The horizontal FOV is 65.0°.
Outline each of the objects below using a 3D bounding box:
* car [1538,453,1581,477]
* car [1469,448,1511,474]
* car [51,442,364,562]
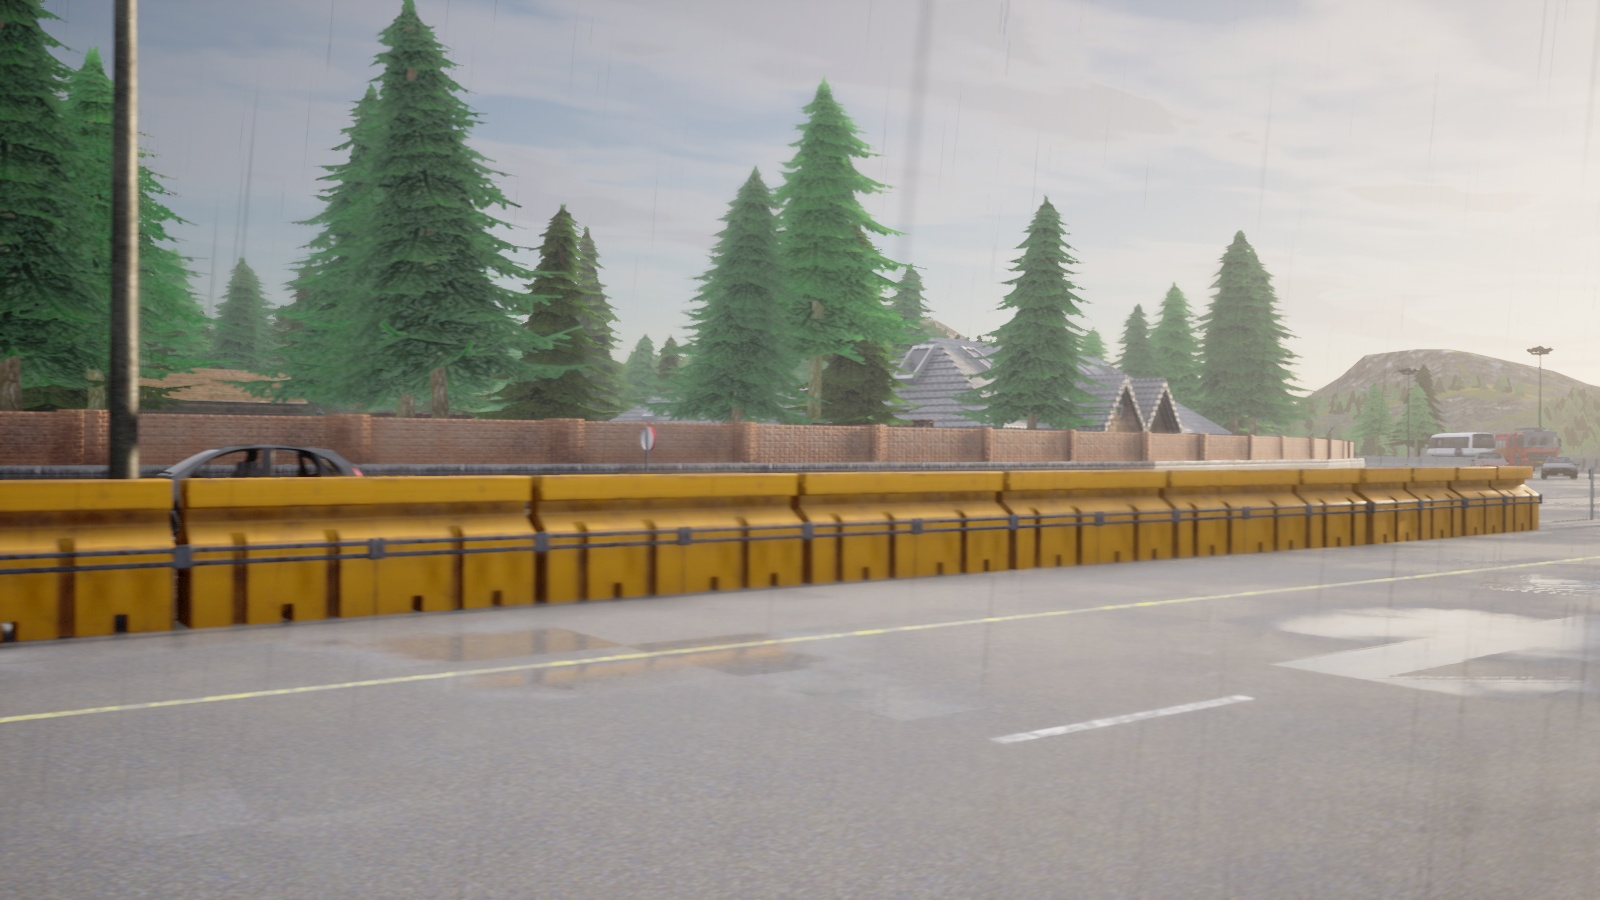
[{"bbox_3d":[45.695,0.881,75.651,2.033,1.411,5.357,0,0,30],"label":"car"},{"bbox_3d":[45.995,0.697,83.821,2.242,1.667,4.611,0,0,26],"label":"car"},{"bbox_3d":[-8.836,0.708,18.831,3.988,1.617,1.851,0,0,-35],"label":"car"}]
